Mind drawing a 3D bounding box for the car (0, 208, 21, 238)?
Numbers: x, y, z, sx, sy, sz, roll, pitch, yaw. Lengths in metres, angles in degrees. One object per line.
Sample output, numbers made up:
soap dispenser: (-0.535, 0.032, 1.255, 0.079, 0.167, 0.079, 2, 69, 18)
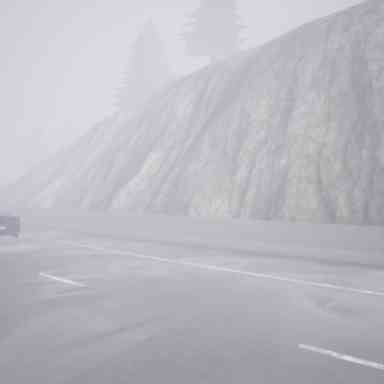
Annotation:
car: (-10.592, 1.515, 17.010, 5.008, 1.535, 1.882, 0, 0, 41)
